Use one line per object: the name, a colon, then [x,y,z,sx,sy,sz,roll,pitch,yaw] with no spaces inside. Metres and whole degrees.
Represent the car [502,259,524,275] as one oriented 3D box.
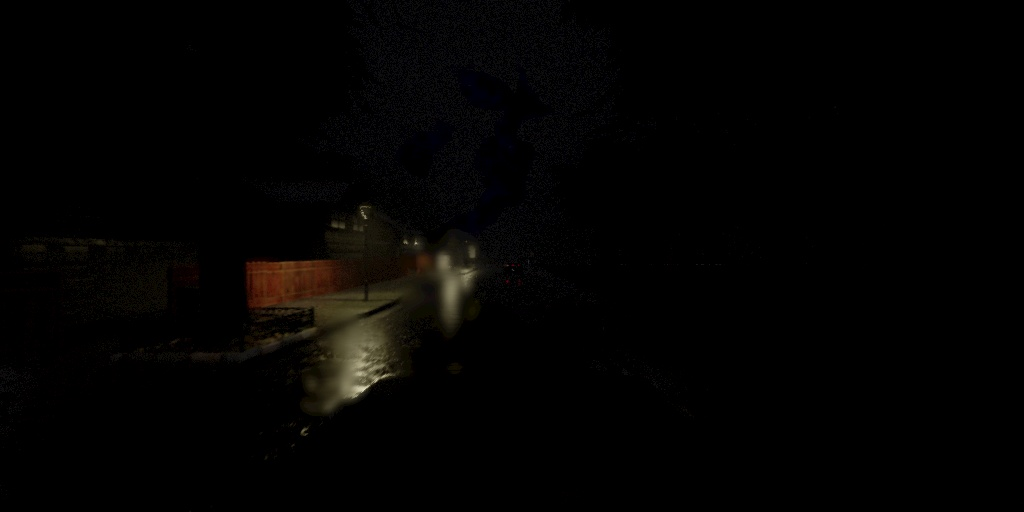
car: [0.106,1.078,35.595,2.128,1.511,4.902,0,0,0]
